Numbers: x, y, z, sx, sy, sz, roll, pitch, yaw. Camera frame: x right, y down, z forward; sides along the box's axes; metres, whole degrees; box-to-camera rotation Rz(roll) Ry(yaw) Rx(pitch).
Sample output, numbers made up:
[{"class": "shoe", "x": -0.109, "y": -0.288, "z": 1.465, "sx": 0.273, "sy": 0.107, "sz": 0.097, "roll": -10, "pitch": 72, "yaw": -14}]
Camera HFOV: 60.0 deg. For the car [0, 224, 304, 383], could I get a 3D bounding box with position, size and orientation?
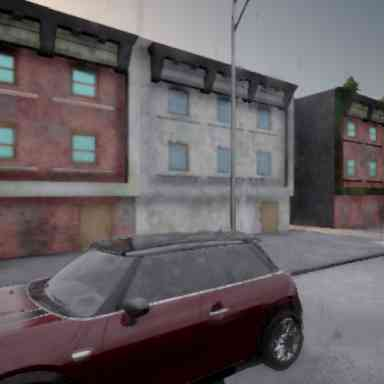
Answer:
[{"class": "car", "x": -0.722, "y": 1.357, "z": 4.092, "sx": 4.553, "sy": 1.767, "sz": 2.097, "roll": 0, "pitch": 0, "yaw": -35}]
